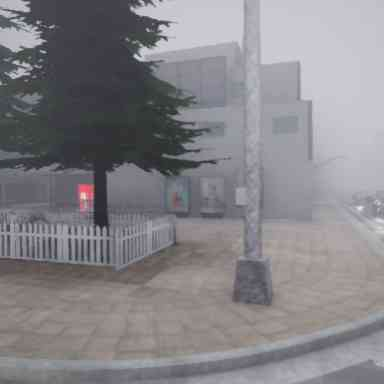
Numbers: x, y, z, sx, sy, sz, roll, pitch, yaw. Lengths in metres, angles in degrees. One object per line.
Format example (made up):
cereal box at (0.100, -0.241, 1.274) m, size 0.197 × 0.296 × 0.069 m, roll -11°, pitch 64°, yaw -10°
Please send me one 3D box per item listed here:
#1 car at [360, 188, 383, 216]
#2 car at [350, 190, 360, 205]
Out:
car at (12.721, 0.591, 21.825) m, size 2.097 × 1.767 × 4.553 m, roll 0°, pitch 2°, yaw 20°
car at (16.219, 0.477, 31.585) m, size 2.033 × 1.411 × 5.357 m, roll 0°, pitch 2°, yaw 20°
